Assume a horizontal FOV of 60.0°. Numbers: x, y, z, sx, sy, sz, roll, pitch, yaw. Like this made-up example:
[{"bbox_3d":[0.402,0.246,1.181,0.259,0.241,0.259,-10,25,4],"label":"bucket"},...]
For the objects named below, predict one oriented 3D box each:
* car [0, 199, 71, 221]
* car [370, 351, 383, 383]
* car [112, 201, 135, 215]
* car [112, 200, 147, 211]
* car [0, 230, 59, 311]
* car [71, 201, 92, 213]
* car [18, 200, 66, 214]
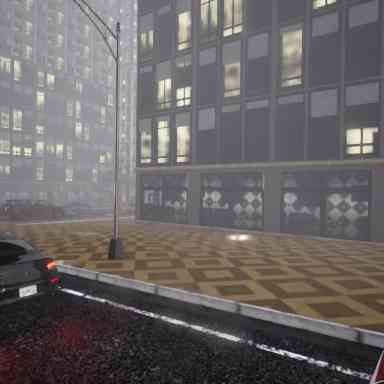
[{"bbox_3d":[-13.780,1.519,29.229,2.192,1.841,5.009,1,0,36],"label":"car"},{"bbox_3d":[3.219,1.353,1.393,4.553,1.767,2.097,0,0,35],"label":"car"},{"bbox_3d":[-6.994,1.830,38.449,1.752,1.417,4.829,1,0,36],"label":"car"},{"bbox_3d":[-8.587,1.858,46.027,1.895,1.301,4.718,1,0,36],"label":"car"},{"bbox_3d":[-4.674,1.522,7.001,4.674,1.442,1.812,0,0,35],"label":"car"},{"bbox_3d":[-13.873,1.743,38.849,1.994,1.385,4.181,1,0,37],"label":"car"},{"bbox_3d":[-17.289,1.643,38.599,1.752,1.417,4.829,1,0,36],"label":"car"}]
